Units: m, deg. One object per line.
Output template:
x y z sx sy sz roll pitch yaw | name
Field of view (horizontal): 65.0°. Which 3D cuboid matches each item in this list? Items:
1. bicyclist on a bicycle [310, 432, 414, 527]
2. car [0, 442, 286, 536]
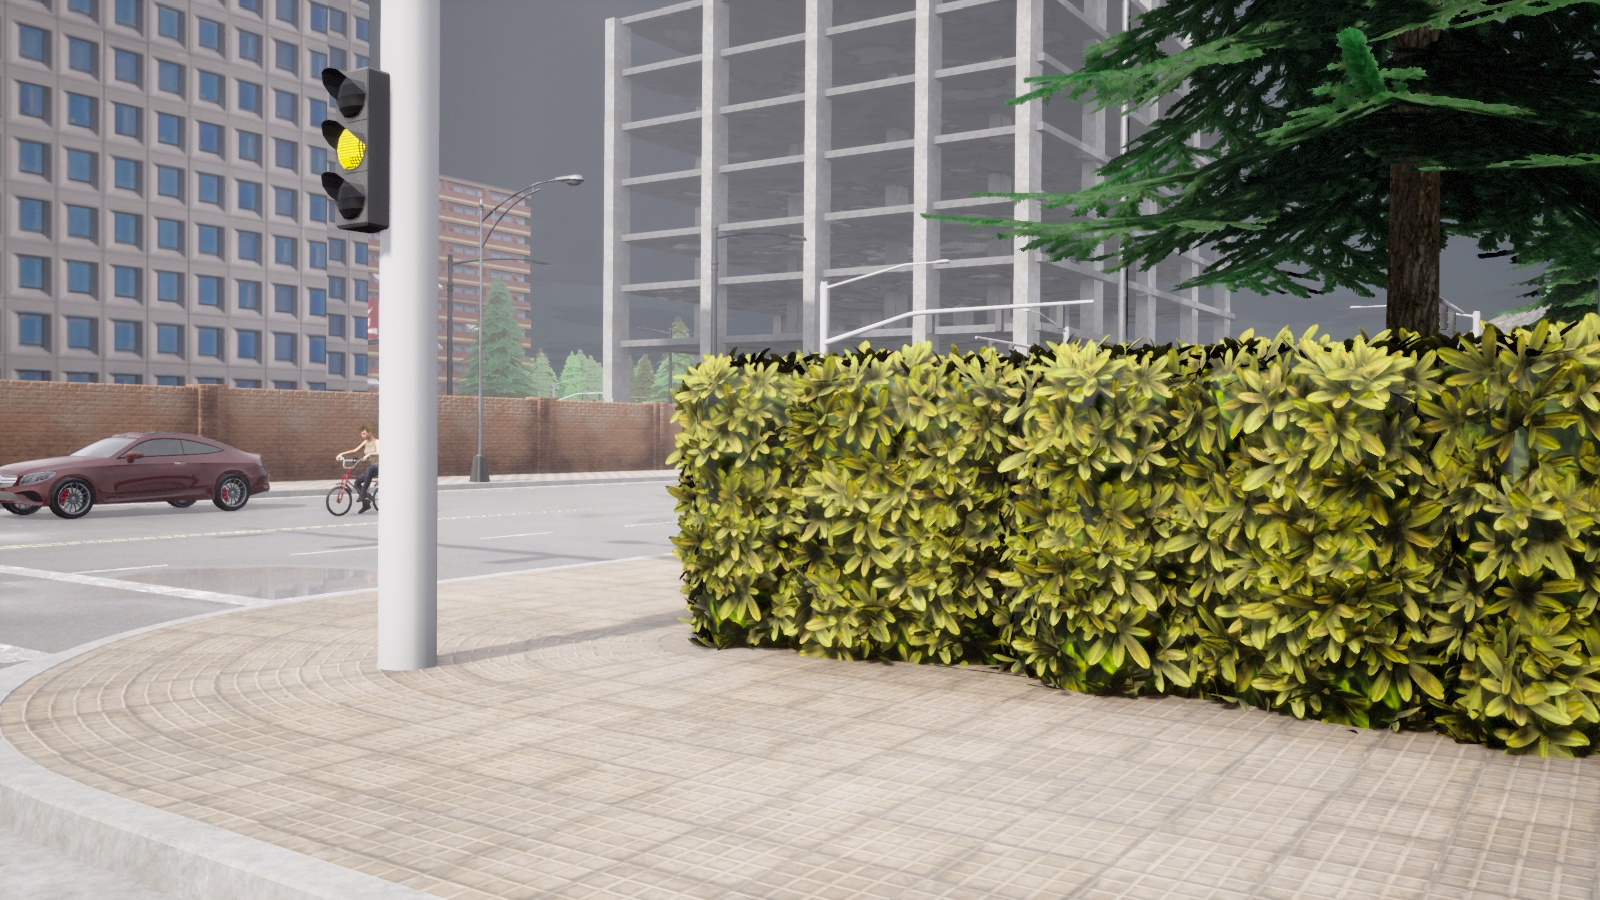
-7.757 0.489 22.290 0.866 1.612 1.509 0 1 34 | bicyclist on a bicycle
-11.841 0.613 22.469 1.812 1.442 4.674 0 1 33 | car
